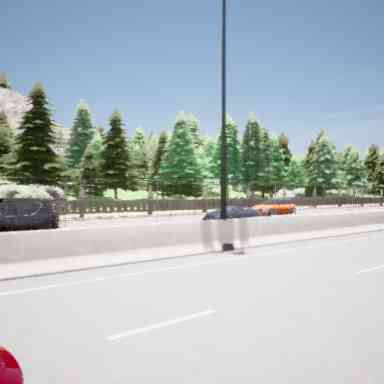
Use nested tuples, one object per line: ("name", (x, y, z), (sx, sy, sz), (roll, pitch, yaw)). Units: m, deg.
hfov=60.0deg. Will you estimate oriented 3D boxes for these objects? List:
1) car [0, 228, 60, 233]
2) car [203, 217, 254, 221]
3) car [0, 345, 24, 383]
("car", (-7.506, 1.221, 11.515), (5.566, 2.045, 2.150), (0, 0, -35))
("car", (2.826, 1.603, 23.149), (4.181, 1.385, 1.994), (0, 0, -35))
("car", (-3.422, 1.472, 1.306), (5.008, 1.535, 1.882), (0, 0, -36))
